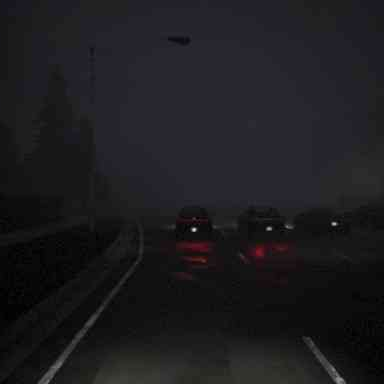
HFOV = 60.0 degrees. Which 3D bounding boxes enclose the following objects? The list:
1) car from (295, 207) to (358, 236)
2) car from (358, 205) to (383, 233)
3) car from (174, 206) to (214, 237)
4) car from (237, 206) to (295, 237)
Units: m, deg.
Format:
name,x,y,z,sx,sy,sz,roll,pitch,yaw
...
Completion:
name,x,y,z,sx,sy,sz,roll,pitch,yaw
car,7.099,1.560,18.598,1.994,1.385,4.181,0,0,0
car,10.600,1.474,19.489,1.882,1.535,5.008,0,0,0
car,0.101,1.501,18.018,1.837,1.490,4.892,0,0,0
car,3.599,1.488,17.901,2.128,1.511,4.902,0,0,0
